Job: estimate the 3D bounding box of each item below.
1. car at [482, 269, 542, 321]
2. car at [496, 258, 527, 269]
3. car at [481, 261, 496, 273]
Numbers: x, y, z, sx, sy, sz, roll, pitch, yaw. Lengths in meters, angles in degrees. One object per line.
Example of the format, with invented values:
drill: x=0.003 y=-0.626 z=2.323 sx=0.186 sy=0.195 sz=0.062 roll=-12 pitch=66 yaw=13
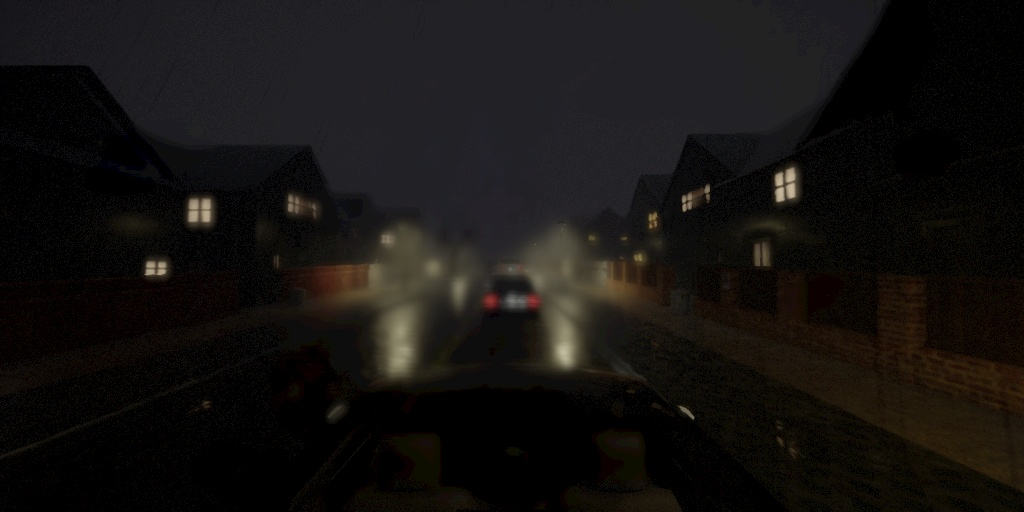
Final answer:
car: x=0.035 y=1.366 z=12.762 sx=2.033 sy=1.411 sz=5.357 roll=0 pitch=0 yaw=1
car: x=0.059 y=1.167 z=30.572 sx=2.150 sy=2.045 sz=5.566 roll=0 pitch=0 yaw=0
car: x=-2.847 y=1.430 z=47.390 sx=2.097 sy=1.767 sz=4.553 roll=0 pitch=0 yaw=0
